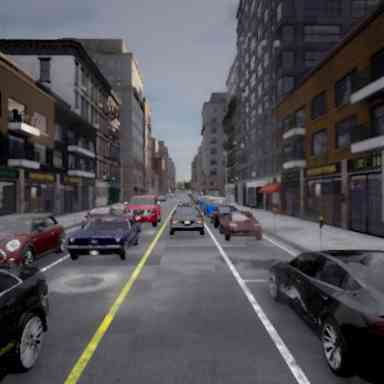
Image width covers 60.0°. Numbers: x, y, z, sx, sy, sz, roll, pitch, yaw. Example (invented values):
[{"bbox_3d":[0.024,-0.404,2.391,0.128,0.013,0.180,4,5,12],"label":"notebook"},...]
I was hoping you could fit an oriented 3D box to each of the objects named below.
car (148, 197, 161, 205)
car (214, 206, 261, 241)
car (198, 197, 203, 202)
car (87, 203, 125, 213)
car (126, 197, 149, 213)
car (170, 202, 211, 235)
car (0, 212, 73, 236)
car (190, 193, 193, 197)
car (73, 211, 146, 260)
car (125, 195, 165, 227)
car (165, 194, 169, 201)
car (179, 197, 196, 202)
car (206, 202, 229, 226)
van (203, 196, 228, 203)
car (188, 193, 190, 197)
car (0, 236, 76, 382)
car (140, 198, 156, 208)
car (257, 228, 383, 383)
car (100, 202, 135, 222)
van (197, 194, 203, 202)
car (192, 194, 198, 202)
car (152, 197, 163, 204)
[{"bbox_3d":[-6.702,1.576,60.282,1.887,1.381,4.507,0,0,-1],"label":"car"},{"bbox_3d":[2.299,1.562,16.385,1.802,1.307,4.206,0,0,-1],"label":"car"},{"bbox_3d":[1.932,1.530,32.913,2.008,1.369,4.403,0,0,-1],"label":"car"},{"bbox_3d":[-5.846,1.595,21.716,1.802,1.307,4.206,0,0,-1],"label":"car"},{"bbox_3d":[-6.214,1.457,38.244,1.967,1.590,4.097,0,0,-1],"label":"car"},{"bbox_3d":[-0.292,1.537,18.814,2.033,1.411,5.357,0,0,-1],"label":"car"},{"bbox_3d":[-5.602,1.457,10.697,1.967,1.590,4.097,0,0,-1],"label":"car"},{"bbox_3d":[1.199,1.441,65.970,1.967,1.590,4.097,0,0,-1],"label":"car"},{"bbox_3d":[-3.108,1.606,12.637,1.895,1.301,4.718,0,0,-1],"label":"car"},{"bbox_3d":[-3.325,1.224,23.097,2.150,2.045,5.566,0,0,-1],"label":"car"},{"bbox_3d":[-7.068,1.586,76.811,1.887,1.381,4.507,0,0,-1],"label":"car"},{"bbox_3d":[-0.815,1.596,42.227,1.895,1.301,4.718,0,0,-1],"label":"car"},{"bbox_3d":[2.177,1.545,21.894,1.947,1.339,4.313,0,0,-1],"label":"car"},{"bbox_3d":[2.054,1.320,27.403,1.690,1.788,3.998,0,0,-1],"label":"van"},{"bbox_3d":[0.832,1.324,82.499,2.192,1.841,5.009,0,0,-1],"label":"car"},{"bbox_3d":[-2.888,1.502,2.804,2.128,1.511,4.902,0,0,-1],"label":"car"},{"bbox_3d":[-6.457,1.575,49.263,2.008,1.369,4.403,0,0,-1],"label":"car"},{"bbox_3d":[2.544,1.551,5.365,1.947,1.339,4.313,0,0,-1],"label":"car"},{"bbox_3d":[-5.968,1.564,27.225,2.008,1.369,4.403,0,0,-1],"label":"car"},{"bbox_3d":[1.809,1.324,38.422,1.690,1.788,3.998,0,0,-1],"label":"van"},{"bbox_3d":[1.443,1.433,54.950,1.967,1.590,4.097,0,0,-1],"label":"car"},{"bbox_3d":[-6.824,1.617,65.792,1.802,1.307,4.206,0,0,-1],"label":"car"}]
